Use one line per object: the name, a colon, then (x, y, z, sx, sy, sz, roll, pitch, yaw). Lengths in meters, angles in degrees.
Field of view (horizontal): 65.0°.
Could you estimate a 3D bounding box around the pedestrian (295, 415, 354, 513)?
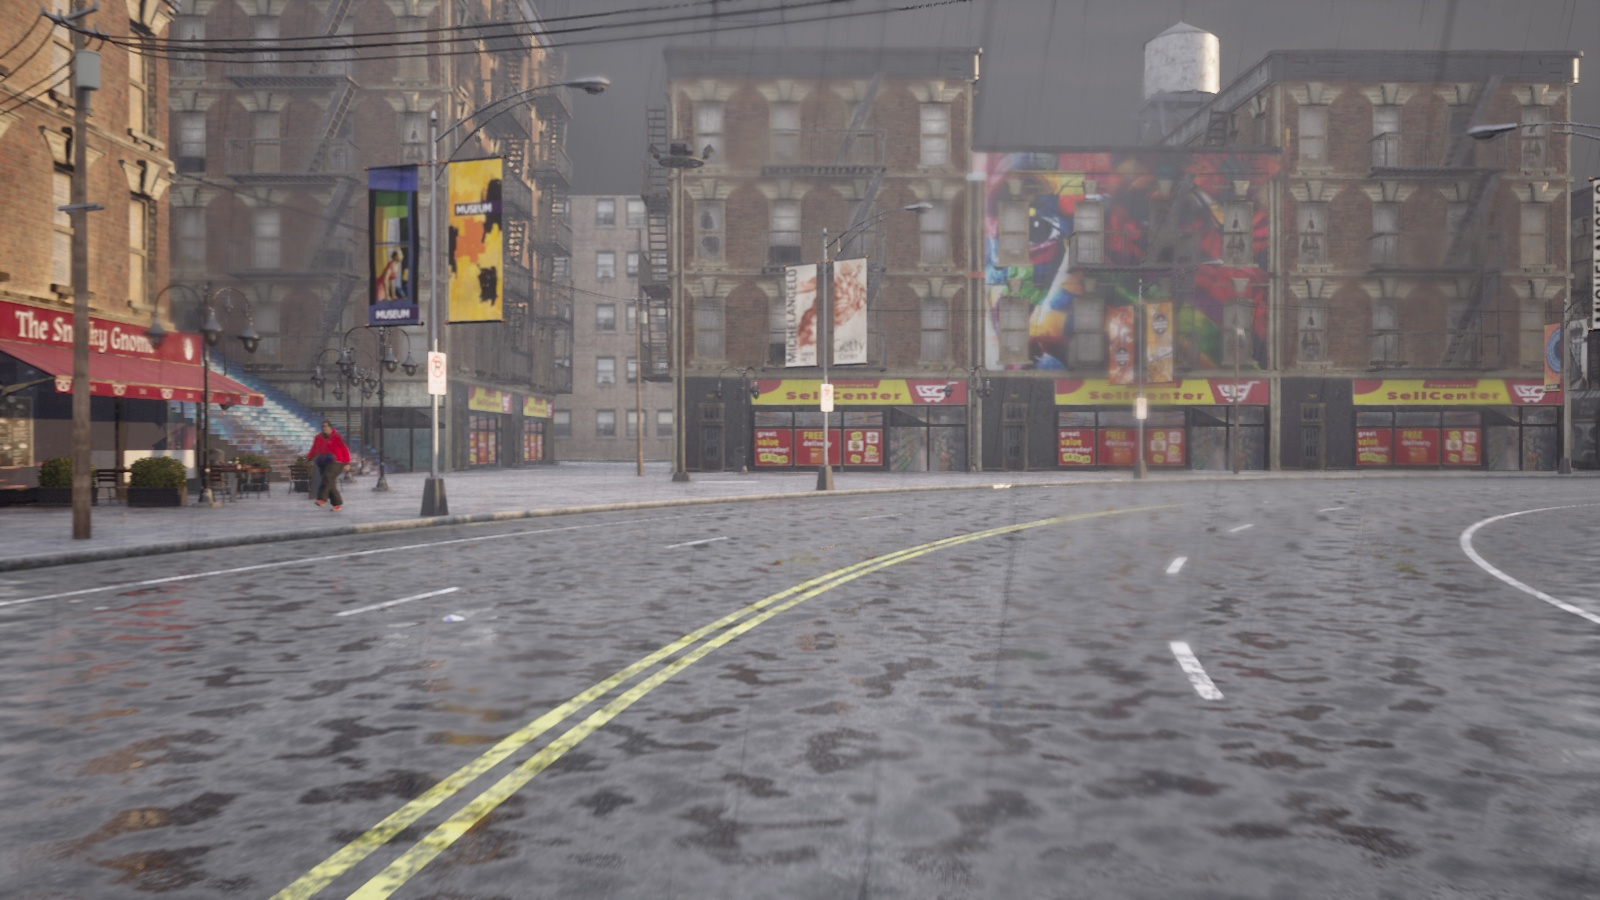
pedestrian: (-9.122, 0.257, 24.117, 0.634, 1.844, 0.899, 0, 0, 16)
